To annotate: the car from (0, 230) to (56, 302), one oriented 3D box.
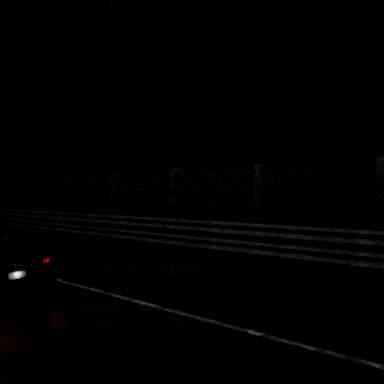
[{"bbox_3d":[-4.987,1.571,7.597,4.181,1.385,1.994,0,0,36],"label":"car"}]
